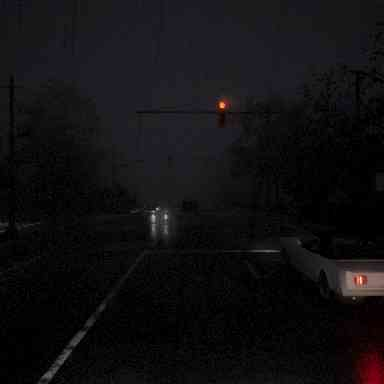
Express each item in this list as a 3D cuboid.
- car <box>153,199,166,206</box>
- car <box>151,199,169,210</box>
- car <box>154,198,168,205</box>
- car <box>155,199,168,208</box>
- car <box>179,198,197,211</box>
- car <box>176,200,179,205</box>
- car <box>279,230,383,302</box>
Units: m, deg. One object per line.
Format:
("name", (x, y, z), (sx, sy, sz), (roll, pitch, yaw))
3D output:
("car", (-6.166, 1.976, 62.415), (1.994, 1.385, 4.181), (0, -1, -10))
("car", (-4.075, 1.596, 42.810), (1.812, 1.442, 4.674), (0, -1, -3))
("car", (-7.527, 2.343, 81.052), (2.128, 1.511, 4.902), (0, -1, -22))
("car", (-4.767, 1.758, 51.951), (1.994, 1.385, 4.181), (0, -1, -6))
("car", (-0.355, 1.543, 42.609), (1.882, 1.535, 5.008), (0, -1, -2))
("car", (-2.046, 2.216, 75.906), (2.033, 1.411, 5.357), (0, -1, -19))
("car", (3.589, 1.601, 8.196), (1.895, 1.301, 4.718), (0, 0, 0))
